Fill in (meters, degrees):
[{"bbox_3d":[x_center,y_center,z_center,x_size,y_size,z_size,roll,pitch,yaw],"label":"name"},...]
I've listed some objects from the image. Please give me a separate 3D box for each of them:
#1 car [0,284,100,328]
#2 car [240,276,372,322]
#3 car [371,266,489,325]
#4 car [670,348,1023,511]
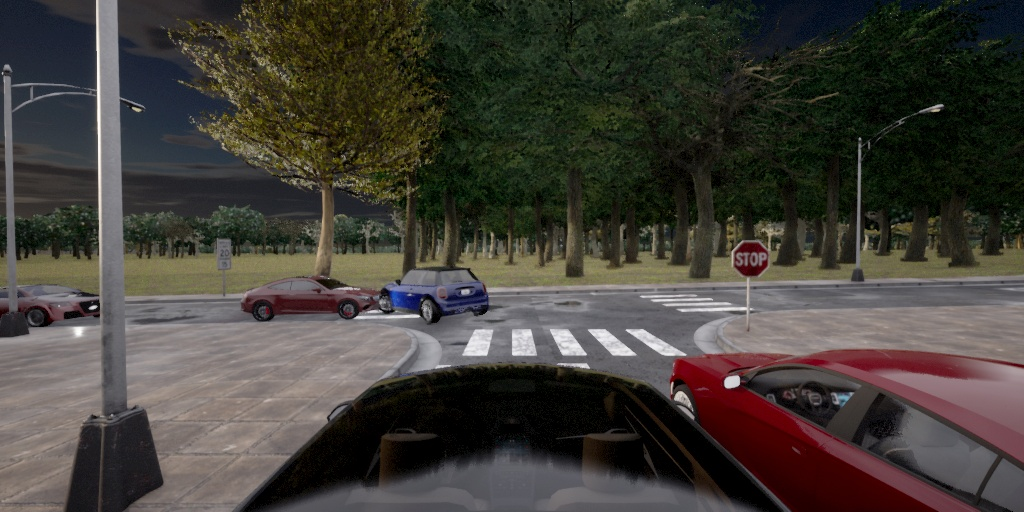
[{"bbox_3d":[-16.950,1.709,12.793,4.181,1.385,1.994,-1,1,0],"label":"car"},{"bbox_3d":[-7.007,1.430,12.772,4.674,1.442,1.812,-1,1,0],"label":"car"},{"bbox_3d":[-2.870,1.148,12.545,2.097,1.767,4.553,-2,1,-43],"label":"car"},{"bbox_3d":[2.637,1.295,2.313,1.888,1.381,4.507,0,0,0],"label":"car"}]
